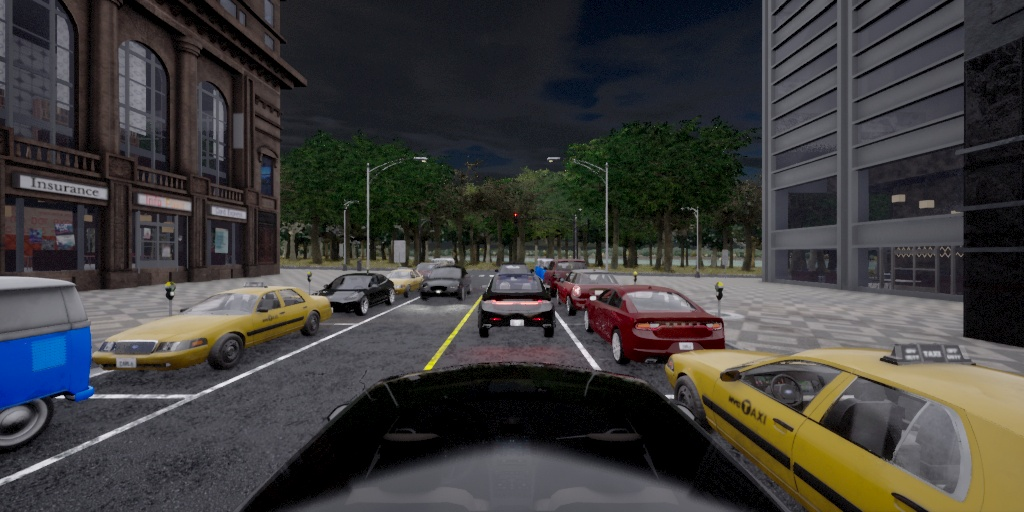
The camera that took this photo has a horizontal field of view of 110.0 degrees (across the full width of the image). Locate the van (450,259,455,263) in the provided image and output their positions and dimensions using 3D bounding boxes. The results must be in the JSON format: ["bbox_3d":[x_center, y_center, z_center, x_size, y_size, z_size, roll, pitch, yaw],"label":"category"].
[{"bbox_3d":[-5.720,1.095,29.684,1.690,1.789,3.998,0,0,0],"label":"van"}]

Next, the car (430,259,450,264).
[{"bbox_3d":[-5.728,1.192,24.246,1.967,1.591,4.097,0,0,0],"label":"car"}]

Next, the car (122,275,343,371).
[{"bbox_3d":[-5.754,1.275,7.764,1.751,1.417,4.829,0,0,0],"label":"car"}]

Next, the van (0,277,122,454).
[{"bbox_3d":[-5.762,1.091,2.496,1.690,1.789,3.998,0,0,0],"label":"van"}]

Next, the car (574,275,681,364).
[{"bbox_3d":[2.771,1.295,7.921,1.888,1.381,4.507,0,0,0],"label":"car"}]

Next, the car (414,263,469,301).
[{"bbox_3d":[-3.054,1.257,17.374,1.837,1.490,4.892,0,0,0],"label":"car"}]

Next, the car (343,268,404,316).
[{"bbox_3d":[-5.745,1.316,13.371,1.948,1.339,4.313,0,0,0],"label":"car"}]

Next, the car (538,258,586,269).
[{"bbox_3d":[2.788,1.066,18.795,2.192,1.841,5.009,0,0,0],"label":"car"}]

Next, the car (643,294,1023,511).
[{"bbox_3d":[2.763,1.275,2.653,1.751,1.417,4.829,0,0,0],"label":"car"}]

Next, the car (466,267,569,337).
[{"bbox_3d":[0.113,1.242,10.235,2.128,1.511,4.902,0,0,0],"label":"car"}]

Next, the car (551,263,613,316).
[{"bbox_3d":[2.780,1.190,13.358,1.967,1.591,4.097,0,0,0],"label":"car"}]

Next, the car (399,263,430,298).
[{"bbox_3d":[-5.737,1.277,18.639,1.751,1.417,4.829,0,0,0],"label":"car"}]

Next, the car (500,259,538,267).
[{"bbox_3d":[0.128,1.103,19.200,2.097,1.767,4.553,0,0,1],"label":"car"}]
